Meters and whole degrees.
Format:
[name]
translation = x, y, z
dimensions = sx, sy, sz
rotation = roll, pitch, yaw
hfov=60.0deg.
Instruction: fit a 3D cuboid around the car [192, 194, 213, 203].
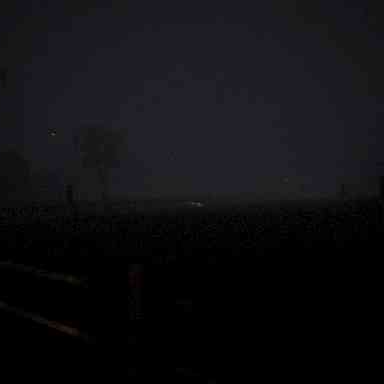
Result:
[car]
translation = 1.950, 1.098, 59.624
dimensions = 1.837, 1.490, 4.892
rotation = 1, 1, 36
